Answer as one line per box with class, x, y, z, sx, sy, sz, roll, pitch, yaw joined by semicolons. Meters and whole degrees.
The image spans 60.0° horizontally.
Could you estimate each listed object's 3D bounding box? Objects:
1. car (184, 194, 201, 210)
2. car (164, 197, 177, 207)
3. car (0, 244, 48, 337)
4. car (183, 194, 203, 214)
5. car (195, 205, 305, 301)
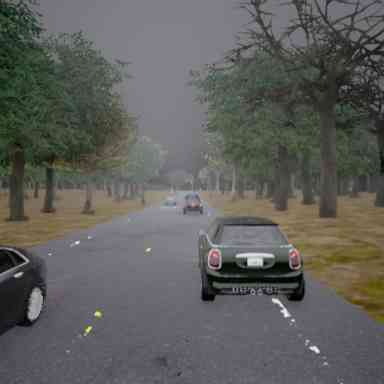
car;0.078;1.286;46.714;2.150;2.045;5.566;0;0;1
car;-3.444;1.556;53.741;1.812;1.442;4.674;0;0;0
car;-3.595;1.525;4.326;1.837;1.490;4.892;0;0;0
car;0.115;1.447;37.061;2.097;1.767;4.553;0;0;0
car;1.233;1.391;8.591;2.097;1.767;4.553;0;0;0
